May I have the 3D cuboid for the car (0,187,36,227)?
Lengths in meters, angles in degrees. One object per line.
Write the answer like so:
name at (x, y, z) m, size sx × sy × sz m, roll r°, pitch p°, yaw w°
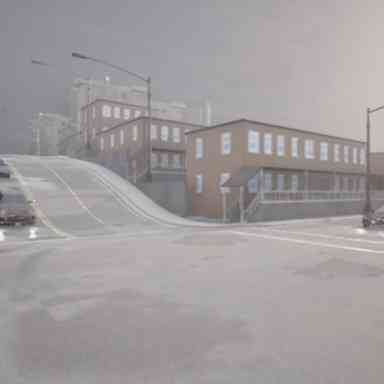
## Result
car at (-11.646, 0.811, 21.644) m, size 2.097 × 1.767 × 4.553 m, roll 0°, pitch 15°, yaw -37°

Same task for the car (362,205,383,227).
car at (13.085, 1.583, 21.871) m, size 4.674 × 1.442 × 1.812 m, roll 0°, pitch 0°, yaw -35°

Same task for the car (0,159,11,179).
car at (-17.238, -2.192, 29.209) m, size 1.994 × 1.385 × 4.181 m, roll 0°, pitch 17°, yaw -36°
